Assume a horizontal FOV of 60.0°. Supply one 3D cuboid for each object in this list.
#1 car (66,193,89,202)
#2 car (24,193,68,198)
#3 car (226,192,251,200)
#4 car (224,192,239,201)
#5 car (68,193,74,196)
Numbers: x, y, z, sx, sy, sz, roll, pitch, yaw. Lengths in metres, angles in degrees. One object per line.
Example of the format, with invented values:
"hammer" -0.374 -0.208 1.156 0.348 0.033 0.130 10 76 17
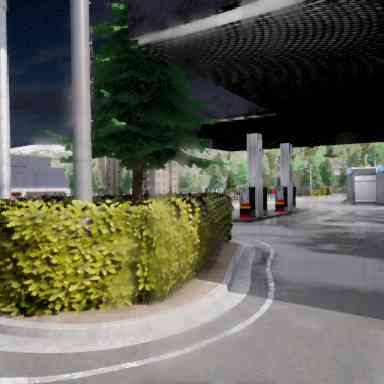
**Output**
"car" -22.891 1.103 66.488 4.605 1.855 1.932 -1 1 35
"car" -14.770 1.183 33.590 3.866 1.878 1.905 -1 1 35
"car" 9.212 0.812 66.501 4.514 1.523 2.007 -1 1 35
"car" 7.439 0.851 63.912 5.027 1.636 2.152 -1 1 35
"car" -24.237 1.124 63.879 3.866 1.878 1.905 -1 1 35
